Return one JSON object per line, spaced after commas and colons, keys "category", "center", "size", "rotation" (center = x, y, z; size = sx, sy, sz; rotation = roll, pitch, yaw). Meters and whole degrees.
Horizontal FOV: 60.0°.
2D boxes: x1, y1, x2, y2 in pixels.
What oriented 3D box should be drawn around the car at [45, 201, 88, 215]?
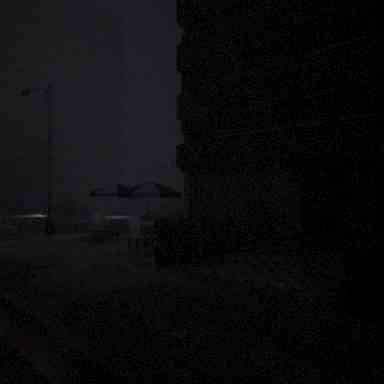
{"category": "car", "center": [-12.981, 1.612, 34.495], "size": [1.994, 1.385, 4.181], "rotation": [0, 0, 45]}
